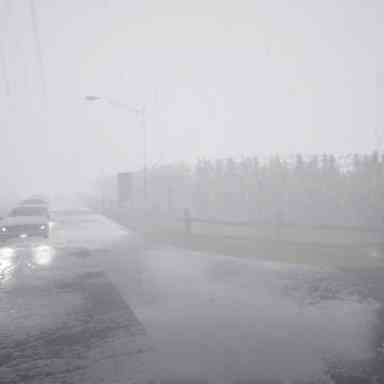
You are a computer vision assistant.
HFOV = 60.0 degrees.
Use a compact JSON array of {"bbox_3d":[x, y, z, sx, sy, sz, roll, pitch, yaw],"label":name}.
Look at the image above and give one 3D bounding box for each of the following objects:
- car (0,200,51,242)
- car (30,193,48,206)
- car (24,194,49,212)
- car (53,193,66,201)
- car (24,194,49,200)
[{"bbox_3d":[-7.763,1.327,15.696,2.033,1.411,5.357,-1,1,-24],"label":"car"},{"bbox_3d":[-19.701,0.953,43.004,2.033,1.411,5.357,-1,1,-23],"label":"car"},{"bbox_3d":[-15.461,1.029,33.278,2.128,1.511,4.902,-1,1,-23],"label":"car"},{"bbox_3d":[-21.930,0.805,55.076,1.895,1.301,4.718,-1,1,-24],"label":"car"},{"bbox_3d":[-11.650,1.135,24.559,1.882,1.535,5.008,-1,1,-24],"label":"car"}]
